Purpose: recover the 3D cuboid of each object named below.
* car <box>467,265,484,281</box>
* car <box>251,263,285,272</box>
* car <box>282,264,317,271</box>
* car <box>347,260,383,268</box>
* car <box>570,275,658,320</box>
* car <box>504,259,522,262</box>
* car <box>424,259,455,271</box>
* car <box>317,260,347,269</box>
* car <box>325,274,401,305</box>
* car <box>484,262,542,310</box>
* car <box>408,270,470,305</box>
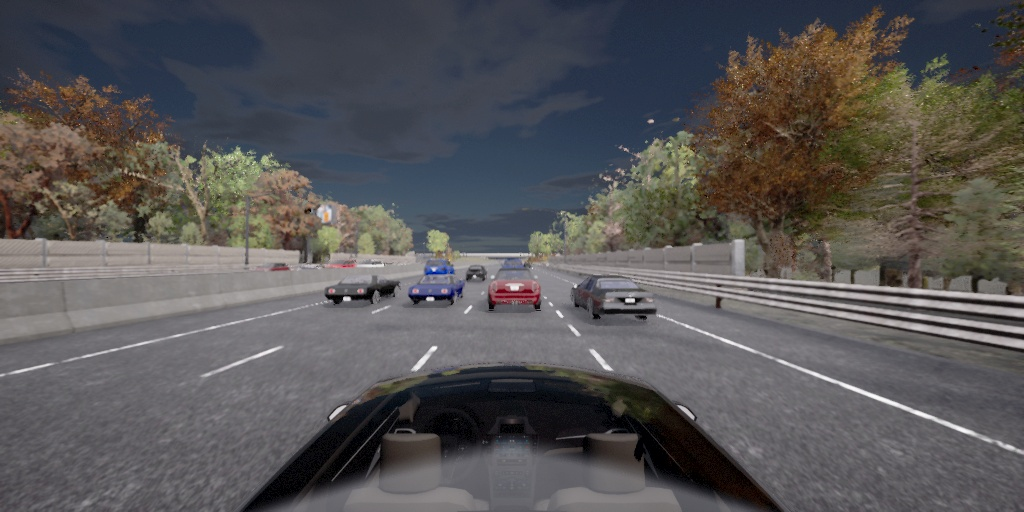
[{"bbox_3d":[-3.400,1.648,35.190,1.837,1.490,4.892,0,-1,0],"label":"car"},{"bbox_3d":[-28.084,1.571,41.787,2.097,1.767,4.553,0,-1,0],"label":"car"},{"bbox_3d":[-24.590,1.831,42.608,1.895,1.301,4.718,0,-1,0],"label":"car"},{"bbox_3d":[-17.588,1.471,44.063,2.150,2.045,5.566,0,-1,0],"label":"car"},{"bbox_3d":[3.499,1.419,13.297,2.033,1.411,5.357,0,-1,-1],"label":"car"},{"bbox_3d":[0.099,1.356,34.452,2.150,2.045,5.566,0,-1,0],"label":"car"},{"bbox_3d":[-6.903,1.355,34.403,2.150,2.045,5.566,0,-1,0],"label":"car"},{"bbox_3d":[-21.085,1.473,44.132,2.150,2.045,5.566,0,-1,0],"label":"car"},{"bbox_3d":[-6.902,1.530,17.218,1.895,1.301,4.718,0,-1,0],"label":"car"},{"bbox_3d":[0.100,1.264,15.718,2.097,1.767,4.553,0,-1,0],"label":"car"},{"bbox_3d":[-3.400,1.530,17.176,1.895,1.301,4.718,0,-1,0],"label":"car"}]
